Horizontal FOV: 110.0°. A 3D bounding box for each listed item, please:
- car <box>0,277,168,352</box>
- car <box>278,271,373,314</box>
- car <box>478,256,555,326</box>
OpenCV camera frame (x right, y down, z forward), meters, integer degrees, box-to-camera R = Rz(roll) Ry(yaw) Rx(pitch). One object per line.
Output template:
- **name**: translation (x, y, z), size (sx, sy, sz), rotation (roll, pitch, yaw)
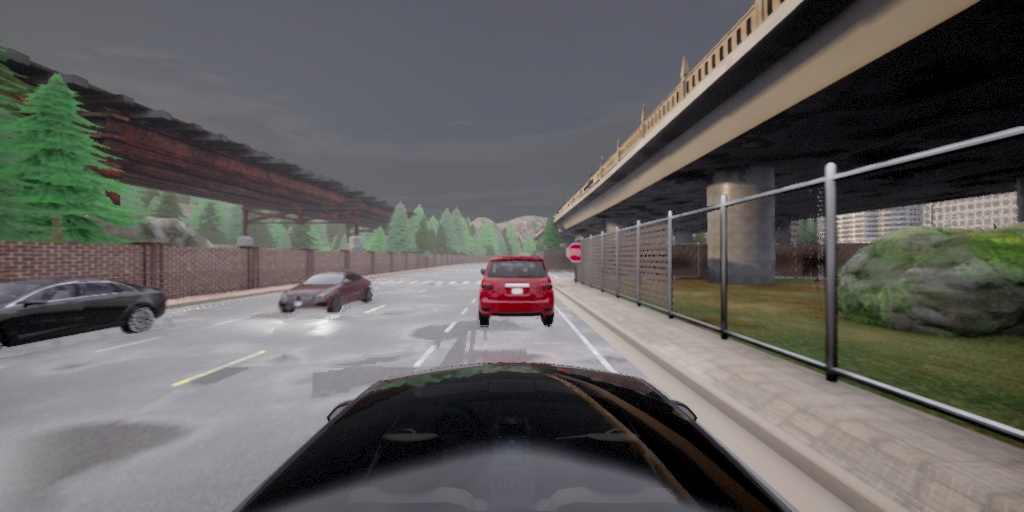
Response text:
- **car**: translation (-10.596, 1.264, 7.989), size (2.128, 1.511, 4.902), rotation (0, 0, 0)
- **car**: translation (-7.082, 1.320, 14.200), size (1.812, 1.442, 4.674), rotation (0, 0, 0)
- **car**: translation (0.100, 1.010, 12.042), size (2.150, 2.045, 5.566), rotation (0, 0, -1)
